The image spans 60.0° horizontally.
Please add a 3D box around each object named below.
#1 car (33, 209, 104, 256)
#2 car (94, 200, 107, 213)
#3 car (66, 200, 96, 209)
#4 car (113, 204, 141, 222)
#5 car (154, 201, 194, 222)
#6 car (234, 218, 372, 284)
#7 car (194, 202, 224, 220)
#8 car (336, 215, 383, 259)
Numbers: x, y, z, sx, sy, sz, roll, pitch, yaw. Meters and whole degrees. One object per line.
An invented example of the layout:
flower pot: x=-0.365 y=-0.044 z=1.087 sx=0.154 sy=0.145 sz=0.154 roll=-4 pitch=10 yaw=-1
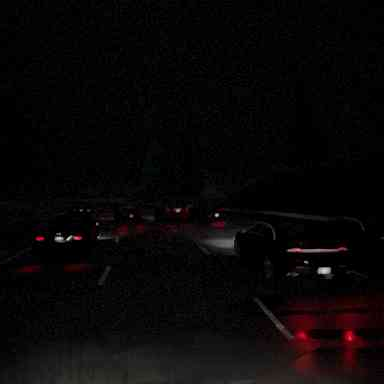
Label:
car: x=-4.947 y=1.632 z=13.596 sx=2.033 sy=1.411 sz=5.357 roll=0 pitch=0 yaw=-11
car: x=-11.946 y=1.728 z=41.167 sx=1.882 sy=1.535 sz=5.008 roll=0 pitch=0 yaw=-30
car: x=-11.163 y=1.749 z=32.590 sx=2.033 sy=1.411 sz=5.357 roll=0 pitch=0 yaw=-25
car: x=-5.454 y=1.691 z=27.789 sx=1.812 sy=1.442 sz=4.674 roll=0 pitch=-1 yaw=-20
car: x=-1.802 y=1.510 z=27.912 sx=2.097 sy=1.767 sz=4.553 roll=0 pitch=0 yaw=-19
car: x=2.622 y=1.542 z=9.791 sx=2.128 sy=1.511 sz=4.902 roll=0 pitch=0 yaw=-7
car: x=1.243 y=1.668 z=29.819 sx=1.837 sy=1.490 sz=4.892 roll=0 pitch=0 yaw=-20
car: x=5.862 y=1.547 z=11.800 sx=2.128 sy=1.511 sz=4.902 roll=0 pitch=0 yaw=-8
